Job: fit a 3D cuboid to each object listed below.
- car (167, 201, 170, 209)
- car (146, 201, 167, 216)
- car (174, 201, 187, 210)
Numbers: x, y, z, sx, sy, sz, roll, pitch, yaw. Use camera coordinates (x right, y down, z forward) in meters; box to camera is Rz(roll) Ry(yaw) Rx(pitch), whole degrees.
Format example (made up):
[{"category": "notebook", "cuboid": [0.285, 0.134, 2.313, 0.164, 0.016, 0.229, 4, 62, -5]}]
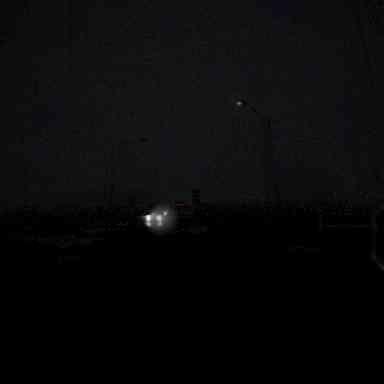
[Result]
[{"category": "car", "cuboid": [-4.756, 2.156, 49.698, 1.837, 1.490, 4.892, 0, -1, -1]}, {"category": "car", "cuboid": [-4.329, 2.078, 39.762, 1.994, 1.385, 4.181, 0, -1, -3]}, {"category": "car", "cuboid": [-1.979, 2.234, 55.307, 1.837, 1.490, 4.892, 0, -1, -1]}]
